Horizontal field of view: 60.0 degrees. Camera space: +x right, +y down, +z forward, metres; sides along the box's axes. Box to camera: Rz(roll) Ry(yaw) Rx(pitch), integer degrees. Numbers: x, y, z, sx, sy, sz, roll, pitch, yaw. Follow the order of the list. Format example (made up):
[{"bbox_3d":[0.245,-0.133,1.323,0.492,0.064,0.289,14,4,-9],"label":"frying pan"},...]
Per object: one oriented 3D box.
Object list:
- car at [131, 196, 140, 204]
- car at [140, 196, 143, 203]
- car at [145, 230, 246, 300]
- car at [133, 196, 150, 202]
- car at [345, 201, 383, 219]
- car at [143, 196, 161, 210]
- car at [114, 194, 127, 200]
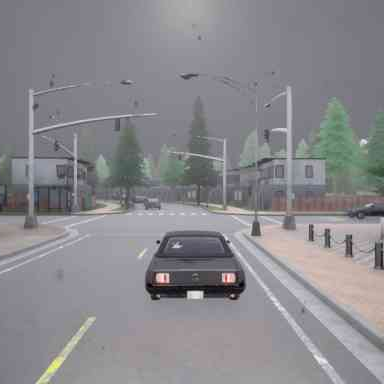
[{"bbox_3d":[-10.102,1.470,62.454,1.837,1.490,4.892,0,0,-24],"label":"car"},{"bbox_3d":[-6.555,1.513,52.372,2.033,1.411,5.357,0,0,-15],"label":"car"},{"bbox_3d":[0.033,1.601,8.325,1.895,1.301,4.718,0,0,-1],"label":"car"},{"bbox_3d":[-10.963,1.505,71.921,1.994,1.385,4.181,0,0,-36],"label":"car"},{"bbox_3d":[15.405,1.510,28.052,4.674,1.442,1.812,0,0,1],"label":"car"},{"bbox_3d":[-4.946,1.491,42.447,1.812,1.442,4.674,0,0,-6],"label":"car"},{"bbox_3d":[-16.966,1.322,79.982,4.674,1.442,1.812,0,0,45],"label":"car"}]
